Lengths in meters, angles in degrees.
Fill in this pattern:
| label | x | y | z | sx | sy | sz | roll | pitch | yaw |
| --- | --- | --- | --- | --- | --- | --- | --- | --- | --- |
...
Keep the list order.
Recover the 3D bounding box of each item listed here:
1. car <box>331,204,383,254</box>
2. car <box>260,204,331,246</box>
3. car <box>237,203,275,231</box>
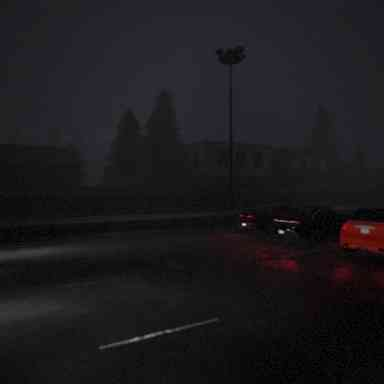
| label | x | y | z | sx | sy | sz | roll | pitch | yaw |
| --- | --- | --- | --- | --- | --- | --- | --- | --- | --- |
| car | 7.414 | 1.270 | 11.821 | 4.553 | 1.767 | 2.097 | 0 | 0 | -31 |
| car | 5.743 | 1.403 | 14.899 | 4.902 | 1.511 | 2.128 | 0 | 0 | -31 |
| car | 4.758 | 1.405 | 18.381 | 4.892 | 1.490 | 1.837 | 0 | 0 | -31 |
